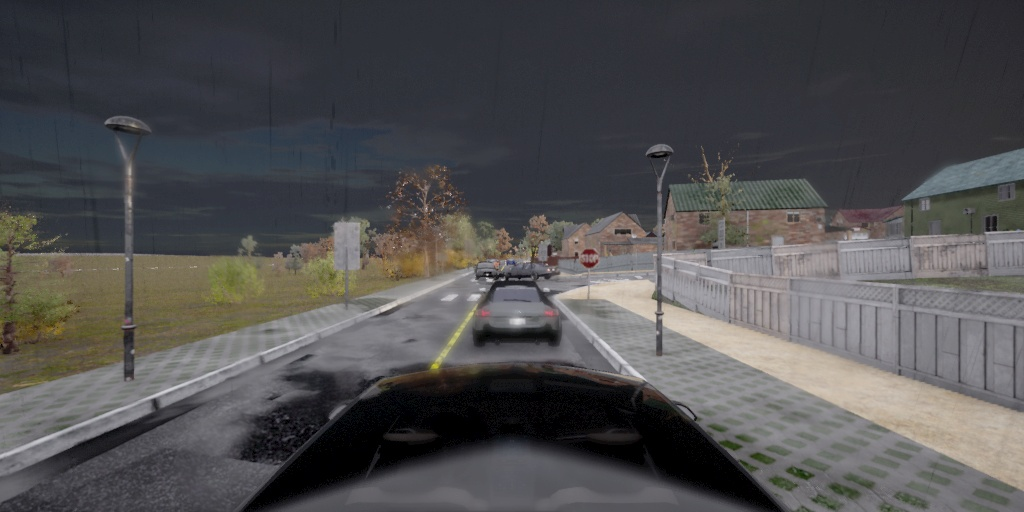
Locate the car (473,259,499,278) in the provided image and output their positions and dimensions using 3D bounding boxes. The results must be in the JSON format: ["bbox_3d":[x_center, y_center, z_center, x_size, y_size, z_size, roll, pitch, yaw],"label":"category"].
[{"bbox_3d":[-2.324,1.265,31.272,1.837,1.490,4.892,0,0,-8],"label":"car"}]

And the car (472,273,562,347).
[{"bbox_3d":[0.084,1.315,9.352,1.994,1.385,4.181,0,0,-1],"label":"car"}]

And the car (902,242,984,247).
[{"bbox_3d":[23.842,-0.204,20.380,4.902,1.511,2.128,-3,0,14],"label":"car"}]

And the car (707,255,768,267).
[{"bbox_3d":[14.335,0.418,22.779,4.181,1.385,1.994,-3,0,16],"label":"car"}]

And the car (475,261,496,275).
[{"bbox_3d":[-2.949,1.317,41.085,2.033,1.411,5.357,0,0,0],"label":"car"}]

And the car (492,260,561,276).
[{"bbox_3d":[1.271,1.204,28.369,5.357,1.411,2.033,-4,-3,43],"label":"car"}]
